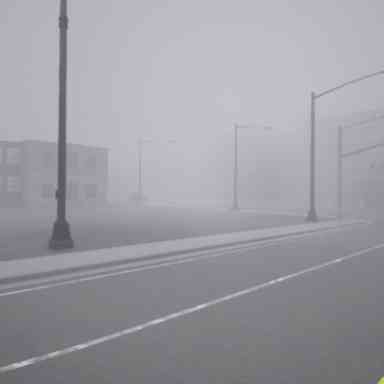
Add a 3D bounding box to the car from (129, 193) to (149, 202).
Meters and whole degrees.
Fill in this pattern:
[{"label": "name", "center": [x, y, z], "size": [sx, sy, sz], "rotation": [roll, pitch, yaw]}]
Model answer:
[{"label": "car", "center": [-10.342, 0.962, 64.586], "size": [2.097, 1.767, 4.553], "rotation": [1, 1, -43]}]
